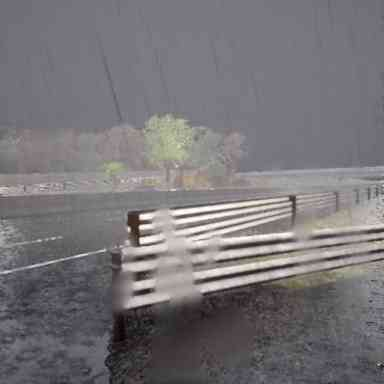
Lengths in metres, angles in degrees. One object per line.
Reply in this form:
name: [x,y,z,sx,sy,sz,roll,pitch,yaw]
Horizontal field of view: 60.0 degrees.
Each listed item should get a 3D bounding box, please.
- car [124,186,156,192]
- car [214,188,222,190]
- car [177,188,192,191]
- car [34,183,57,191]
car: [-5.968,0.378,39.703,2.097,1.767,4.553,0,1,34]
car: [4.388,0.177,55.153,1.837,1.490,4.892,0,1,34]
car: [-1.446,0.079,59.021,2.128,1.511,4.902,0,1,34]
car: [-28.228,-1.017,64.071,1.882,1.535,5.008,-1,3,14]
